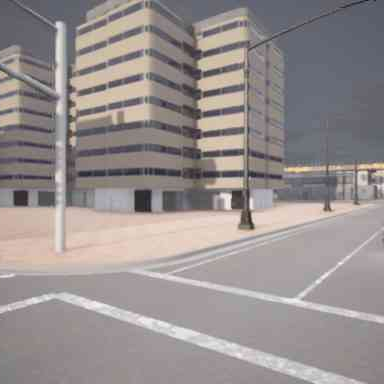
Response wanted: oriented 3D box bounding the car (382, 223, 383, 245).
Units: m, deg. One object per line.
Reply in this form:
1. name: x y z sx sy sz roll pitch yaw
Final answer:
1. car: 9.386 1.545 14.132 2.033 1.411 5.357 0 0 35
